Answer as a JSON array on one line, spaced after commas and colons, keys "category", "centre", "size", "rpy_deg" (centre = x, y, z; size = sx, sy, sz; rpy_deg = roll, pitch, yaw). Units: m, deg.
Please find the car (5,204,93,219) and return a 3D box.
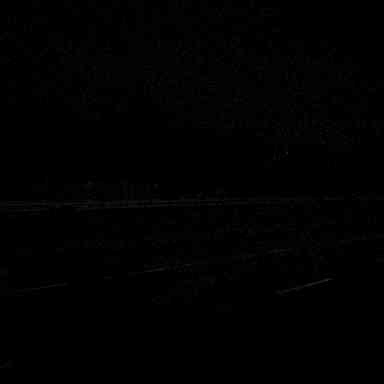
[{"category": "car", "centre": [-8.290, 1.490, 19.566], "size": [4.902, 1.511, 2.128], "rpy_deg": [0, 0, -35]}]
